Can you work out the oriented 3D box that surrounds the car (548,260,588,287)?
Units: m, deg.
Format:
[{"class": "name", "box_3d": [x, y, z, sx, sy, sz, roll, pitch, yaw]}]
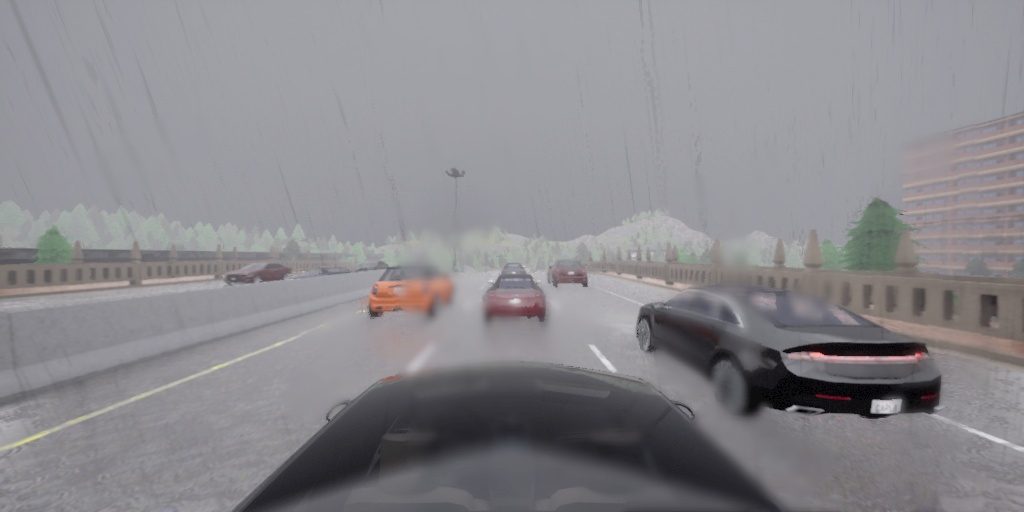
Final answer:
[{"class": "car", "box_3d": [3.629, 1.052, 23.941, 2.097, 1.767, 4.553, 0, 0, 0]}]

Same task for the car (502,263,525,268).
[{"class": "car", "box_3d": [0.136, 1.249, 29.691, 1.994, 1.385, 4.181, 0, 0, 0]}]

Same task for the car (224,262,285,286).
[{"class": "car", "box_3d": [-17.558, 1.165, 25.110, 1.882, 1.535, 5.008, 0, 0, 0]}]

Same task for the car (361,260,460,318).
[{"class": "car", "box_3d": [-3.383, 1.074, 12.974, 2.097, 1.767, 4.553, 0, 0, 0]}]

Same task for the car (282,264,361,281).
[{"class": "car", "box_3d": [-10.567, 1.302, 20.544, 1.895, 1.301, 4.718, 0, 0, 0]}]

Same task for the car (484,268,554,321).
[{"class": "car", "box_3d": [0.116, 1.290, 12.287, 1.994, 1.385, 4.181, 0, 0, 0]}]

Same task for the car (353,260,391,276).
[{"class": "car", "box_3d": [-14.020, 1.183, 36.274, 1.837, 1.490, 4.892, 0, -1, 0]}]

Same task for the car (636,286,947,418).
[{"class": "car", "box_3d": [3.613, 1.234, 5.885, 2.128, 1.511, 4.902, 0, 0, 0]}]
